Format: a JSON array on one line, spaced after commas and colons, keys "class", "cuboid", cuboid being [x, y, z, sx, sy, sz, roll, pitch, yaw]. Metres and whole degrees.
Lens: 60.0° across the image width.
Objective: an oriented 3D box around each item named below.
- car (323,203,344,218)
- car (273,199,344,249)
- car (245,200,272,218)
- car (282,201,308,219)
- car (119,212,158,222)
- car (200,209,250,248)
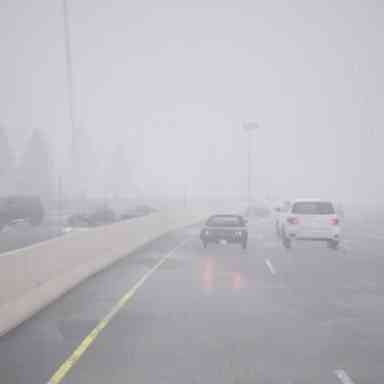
[{"class": "car", "cuboid": [14.326, 1.827, 33.689, 1.895, 1.301, 4.718, 0, 0, 23]}, {"class": "car", "cuboid": [5.179, 1.320, 15.423, 2.150, 2.045, 5.566, 0, 0, 10]}, {"class": "car", "cuboid": [6.311, 1.714, 32.423, 1.812, 1.442, 4.674, 0, 0, 20]}, {"class": "car", "cuboid": [10.327, 1.699, 33.090, 2.128, 1.511, 4.902, 0, 0, 21]}, {"class": "car", "cuboid": [-3.781, 1.671, 24.149, 1.994, 1.385, 4.181, 0, 0, 15]}, {"class": "car", "cuboid": [1.619, 1.685, 15.363, 1.895, 1.301, 4.718, 0, 0, 10]}]
